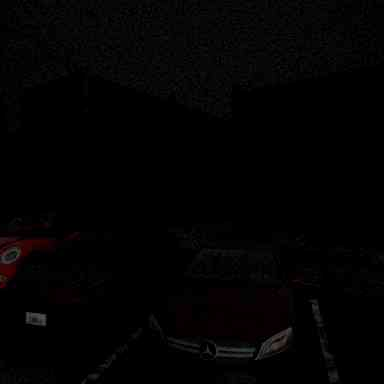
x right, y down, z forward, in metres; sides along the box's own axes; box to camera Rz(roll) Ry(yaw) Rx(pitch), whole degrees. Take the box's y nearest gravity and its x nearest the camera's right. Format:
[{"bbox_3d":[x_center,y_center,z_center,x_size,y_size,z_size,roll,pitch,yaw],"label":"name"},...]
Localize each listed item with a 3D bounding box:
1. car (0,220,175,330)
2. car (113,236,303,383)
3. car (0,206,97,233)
[{"bbox_3d":[-1.674,1.516,7.258,2.163,1.488,4.792,1,-1,16],"label":"car"},{"bbox_3d":[0.775,1.526,5.539,2.002,1.452,4.674,1,-1,16],"label":"car"},{"bbox_3d":[-4.093,1.363,9.067,2.185,1.767,4.553,1,-1,16],"label":"car"}]
